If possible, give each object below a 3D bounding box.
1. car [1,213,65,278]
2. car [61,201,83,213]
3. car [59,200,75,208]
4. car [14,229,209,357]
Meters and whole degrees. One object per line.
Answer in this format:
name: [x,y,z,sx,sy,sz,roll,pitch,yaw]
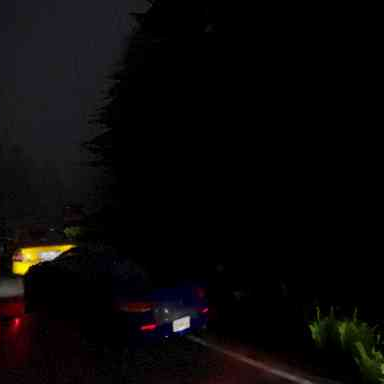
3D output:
car: [-5.084,1.644,10.933,1.801,1.575,5.366,0,0,-31]
car: [-14.358,1.976,40.224,2.128,1.511,4.902,-2,0,-13]
car: [-27.171,2.656,72.110,2.033,1.411,5.357,0,-4,-33]
car: [-1.689,1.682,6.351,1.812,1.442,4.674,2,-1,-42]
